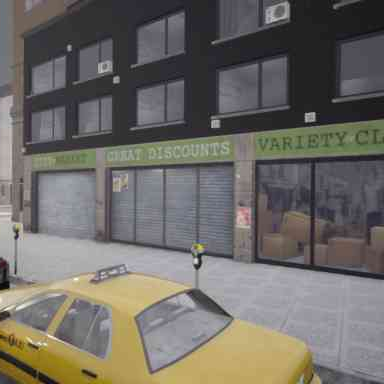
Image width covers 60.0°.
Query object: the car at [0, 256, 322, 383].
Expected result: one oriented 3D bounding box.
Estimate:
[{"bbox_3d":[-1.112,1.525,3.871,4.829,1.417,1.752,0,1,35],"label":"car"}]
